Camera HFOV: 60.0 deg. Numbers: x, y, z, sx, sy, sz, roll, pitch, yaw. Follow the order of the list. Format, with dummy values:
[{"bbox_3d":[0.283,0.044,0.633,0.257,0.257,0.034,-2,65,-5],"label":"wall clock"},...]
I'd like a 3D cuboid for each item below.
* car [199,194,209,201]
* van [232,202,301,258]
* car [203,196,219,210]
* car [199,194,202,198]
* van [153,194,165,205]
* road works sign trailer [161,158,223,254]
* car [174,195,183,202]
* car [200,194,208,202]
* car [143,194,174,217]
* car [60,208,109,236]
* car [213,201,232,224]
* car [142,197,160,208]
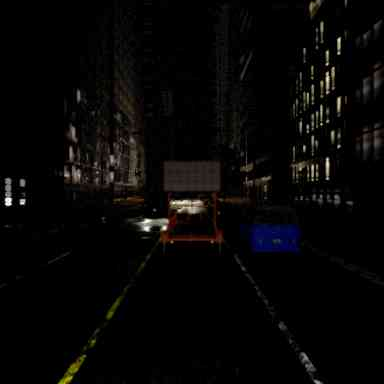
[{"bbox_3d":[2.714,1.240,74.978,1.967,1.590,4.097,0,0,0],"label":"car"},{"bbox_3d":[2.694,1.314,12.361,1.690,1.788,3.998,0,0,0],"label":"van"},{"bbox_3d":[2.703,1.493,40.824,1.802,1.307,4.206,0,0,0],"label":"car"},{"bbox_3d":[2.709,1.414,57.901,2.008,1.369,4.403,0,0,0],"label":"car"},{"bbox_3d":[-5.672,1.204,57.907,1.690,1.788,3.998,0,0,0],"label":"van"},{"bbox_3d":[0.005,0.435,13.379,2.380,3.560,2.880,0,0,0],"label":"road works sign trailer"},{"bbox_3d":[-2.978,1.285,71.281,1.882,1.535,5.008,0,0,0],"label":"car"},{"bbox_3d":[2.707,1.432,52.208,2.008,1.369,4.403,0,0,0],"label":"car"},{"bbox_3d":[-3.089,1.159,30.380,2.150,2.045,5.566,0,0,0],"label":"car"},{"bbox_3d":[-5.685,1.543,18.059,1.802,1.307,4.206,0,0,0],"label":"car"},{"bbox_3d":[2.698,1.530,23.746,1.802,1.307,4.206,0,0,0],"label":"car"},{"bbox_3d":[-5.676,1.448,46.522,2.008,1.369,4.403,0,0,0],"label":"car"}]
